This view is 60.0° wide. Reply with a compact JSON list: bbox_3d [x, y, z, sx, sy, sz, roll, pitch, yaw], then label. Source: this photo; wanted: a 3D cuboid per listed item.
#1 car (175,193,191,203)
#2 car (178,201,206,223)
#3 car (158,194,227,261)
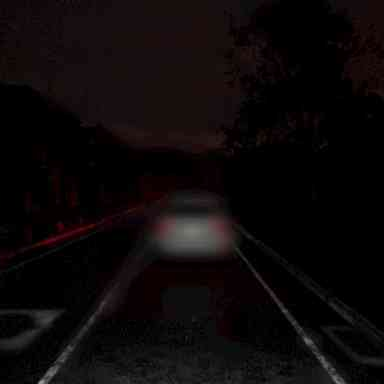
[{"bbox_3d":[-1.614,1.153,61.681,2.097,1.767,4.553,0,0,8],"label":"car"},{"bbox_3d":[0.030,1.479,26.288,2.033,1.411,5.357,0,0,0],"label":"car"},{"bbox_3d":[0.036,1.201,12.396,2.150,2.045,5.566,0,0,0],"label":"car"}]
